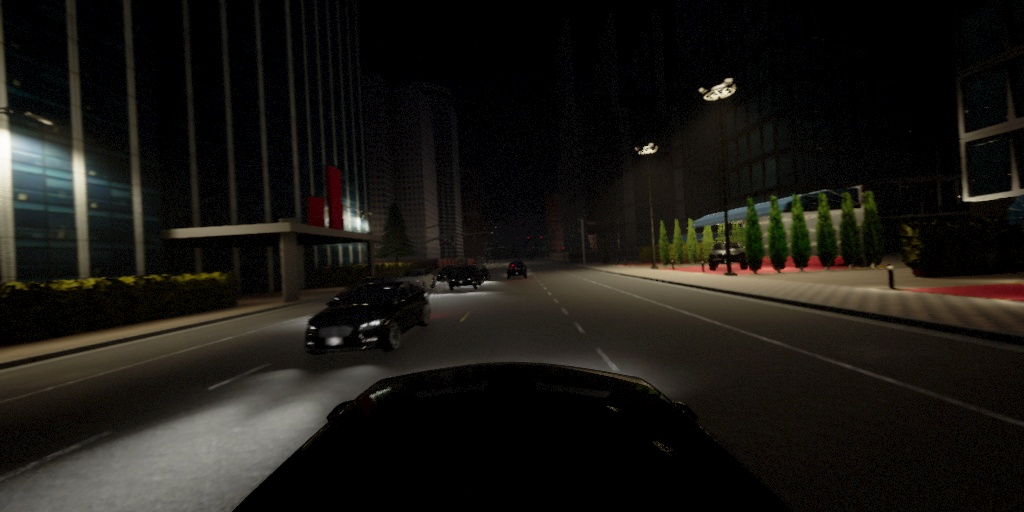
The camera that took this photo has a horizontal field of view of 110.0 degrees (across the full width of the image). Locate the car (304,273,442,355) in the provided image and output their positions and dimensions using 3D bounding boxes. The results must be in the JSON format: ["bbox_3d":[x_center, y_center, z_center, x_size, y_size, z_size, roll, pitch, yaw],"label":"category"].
[{"bbox_3d":[-3.578,1.470,9.717,2.128,1.511,4.902,-3,0,1],"label":"car"}]

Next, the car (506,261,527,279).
[{"bbox_3d":[0.486,1.338,34.522,2.128,1.511,4.902,-3,0,1],"label":"car"}]

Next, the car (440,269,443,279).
[{"bbox_3d":[-6.513,1.787,37.454,1.837,1.490,4.892,-3,0,1],"label":"car"}]

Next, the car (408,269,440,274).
[{"bbox_3d":[-6.719,1.655,25.259,1.812,1.442,4.674,-3,0,1],"label":"car"}]

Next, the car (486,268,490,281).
[{"bbox_3d":[-3.122,1.607,33.388,1.994,1.385,4.181,-3,0,1],"label":"car"}]

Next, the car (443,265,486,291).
[{"bbox_3d":[-3.227,1.435,25.202,1.837,1.490,4.892,-3,0,1],"label":"car"}]

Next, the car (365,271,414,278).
[{"bbox_3d":[-6.929,1.745,18.164,2.033,1.411,5.357,-3,0,1],"label":"car"}]
